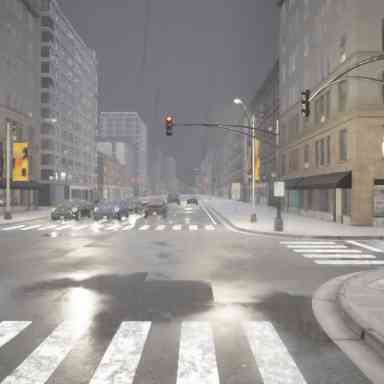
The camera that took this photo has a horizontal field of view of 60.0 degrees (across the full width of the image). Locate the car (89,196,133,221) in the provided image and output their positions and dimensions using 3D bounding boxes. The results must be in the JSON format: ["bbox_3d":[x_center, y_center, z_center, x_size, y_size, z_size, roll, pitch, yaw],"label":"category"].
[{"bbox_3d":[-6.566,1.352,27.418,2.097,1.767,4.553,0,0,0],"label":"car"}]

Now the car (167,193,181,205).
[{"bbox_3d":[-3.200,1.212,57.938,2.150,2.045,5.566,0,0,0],"label":"car"}]

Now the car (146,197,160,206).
[{"bbox_3d":[-6.518,1.517,55.612,1.812,1.442,4.674,0,0,1],"label":"car"}]

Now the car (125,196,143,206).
[{"bbox_3d":[-9.761,1.483,56.637,2.128,1.511,4.902,0,0,1],"label":"car"}]

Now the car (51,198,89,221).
[{"bbox_3d":[-9.815,1.352,27.422,2.097,1.767,4.553,0,0,0],"label":"car"}]

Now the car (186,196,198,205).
[{"bbox_3d":[0.050,1.496,57.895,1.837,1.490,4.892,0,0,0],"label":"car"}]

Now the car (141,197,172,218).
[{"bbox_3d":[-3.096,1.505,29.839,1.837,1.490,4.892,0,0,0],"label":"car"}]

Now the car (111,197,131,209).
[{"bbox_3d":[-9.793,1.521,46.339,1.812,1.442,4.674,0,0,0],"label":"car"}]

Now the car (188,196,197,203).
[{"bbox_3d":[0.059,1.512,68.314,1.812,1.442,4.674,0,0,0],"label":"car"}]

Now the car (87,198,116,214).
[{"bbox_3d":[-9.806,1.503,36.394,1.837,1.490,4.892,0,0,0],"label":"car"}]

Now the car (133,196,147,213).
[{"bbox_3d":[-6.552,1.490,36.257,2.128,1.511,4.902,0,0,0],"label":"car"}]
